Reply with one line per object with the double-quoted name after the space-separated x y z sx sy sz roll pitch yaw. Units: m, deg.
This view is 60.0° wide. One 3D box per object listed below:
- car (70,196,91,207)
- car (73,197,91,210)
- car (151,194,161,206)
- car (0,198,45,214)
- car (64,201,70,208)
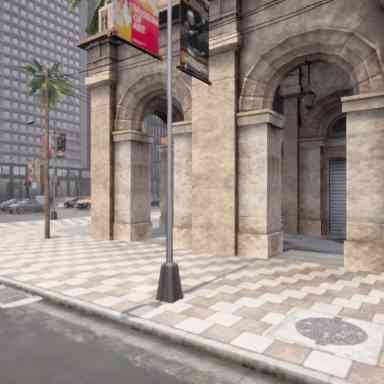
-13.977 1.352 46.317 2.097 1.767 4.553 0 0 35 "car"
-12.345 1.601 42.589 1.895 1.301 4.718 0 0 35 "car"
-6.433 1.505 50.840 1.837 1.490 4.892 0 0 36 "car"
-17.474 1.564 35.411 1.994 1.385 4.181 0 0 36 "car"
-16.256 1.513 48.449 2.161 1.482 4.786 0 0 35 "car"
